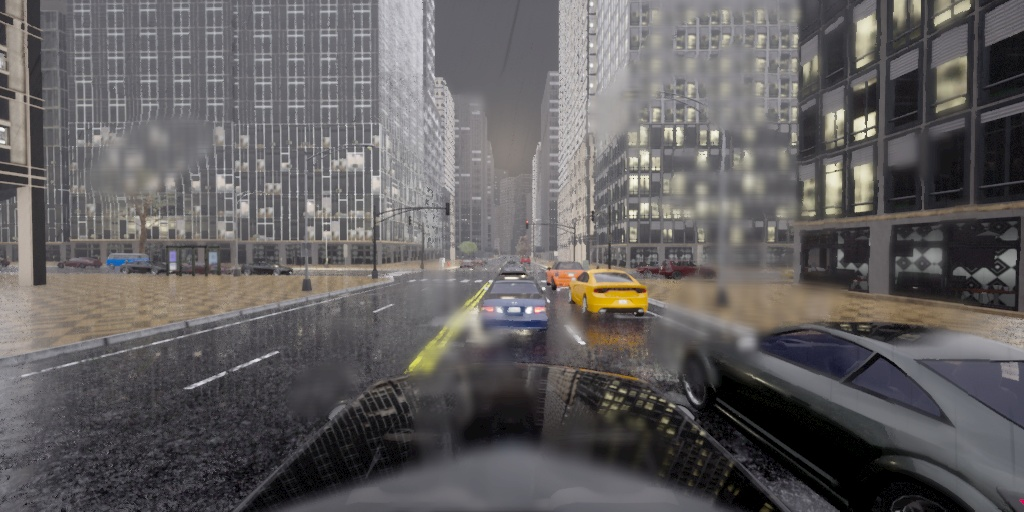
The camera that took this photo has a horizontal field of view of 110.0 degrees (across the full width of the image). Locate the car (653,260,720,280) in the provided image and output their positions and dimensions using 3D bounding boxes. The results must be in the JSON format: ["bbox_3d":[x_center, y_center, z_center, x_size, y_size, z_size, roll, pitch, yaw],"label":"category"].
[{"bbox_3d":[16.135,1.266,32.940,5.009,1.841,2.192,0,0,1],"label":"car"}]

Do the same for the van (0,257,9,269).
[{"bbox_3d":[-51.202,0.684,34.043,3.998,1.789,1.690,0,0,1],"label":"van"}]

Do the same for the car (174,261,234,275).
[{"bbox_3d":[-28.476,1.135,33.515,4.207,1.307,1.802,0,0,1],"label":"car"}]

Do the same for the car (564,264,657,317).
[{"bbox_3d":[3.328,1.222,13.233,1.882,1.535,5.008,0,0,0],"label":"car"}]

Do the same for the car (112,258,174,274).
[{"bbox_3d":[-34.157,1.066,33.678,4.313,1.339,1.948,0,0,1],"label":"car"}]

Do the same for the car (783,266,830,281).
[{"bbox_3d":[27.583,1.575,32.765,4.829,1.417,1.751,0,0,1],"label":"car"}]

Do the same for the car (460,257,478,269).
[{"bbox_3d":[-6.692,1.272,54.350,1.994,1.385,4.181,0,0,0],"label":"car"}]

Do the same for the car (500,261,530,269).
[{"bbox_3d":[0.065,1.231,20.579,2.128,1.511,4.902,0,0,0],"label":"car"}]

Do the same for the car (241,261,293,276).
[{"bbox_3d":[-22.791,1.171,33.393,4.313,1.339,1.948,0,0,1],"label":"car"}]

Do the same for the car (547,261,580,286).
[{"bbox_3d":[3.311,1.090,22.238,2.097,1.767,4.553,0,0,0],"label":"car"}]

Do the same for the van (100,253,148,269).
[{"bbox_3d":[-45.364,0.601,42.317,3.998,1.789,1.690,0,0,1],"label":"van"}]

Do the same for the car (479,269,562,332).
[{"bbox_3d":[0.084,1.293,10.827,2.033,1.411,5.357,0,0,1],"label":"car"}]

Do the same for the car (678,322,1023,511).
[{"bbox_3d":[3.337,1.313,3.401,1.994,1.385,4.181,0,0,1],"label":"car"}]
